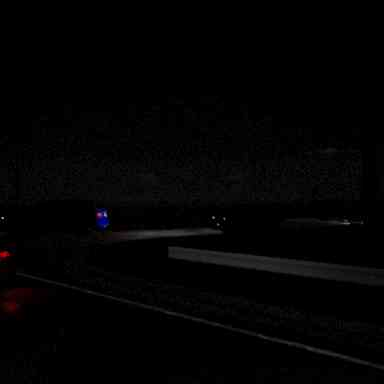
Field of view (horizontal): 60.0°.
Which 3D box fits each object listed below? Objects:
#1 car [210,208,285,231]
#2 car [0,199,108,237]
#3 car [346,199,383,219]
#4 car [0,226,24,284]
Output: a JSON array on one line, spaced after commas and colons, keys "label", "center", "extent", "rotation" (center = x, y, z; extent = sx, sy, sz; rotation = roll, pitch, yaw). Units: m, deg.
[{"label": "car", "center": [3.606, 1.707, 21.673], "extent": [4.718, 1.301, 1.895], "rotation": [0, 0, -25]}, {"label": "car", "center": [-7.578, 1.410, 18.553], "extent": [5.566, 2.045, 2.150], "rotation": [0, 0, -6]}, {"label": "car", "center": [14.994, 1.396, 27.739], "extent": [4.553, 1.767, 2.097], "rotation": [0, 0, -29]}, {"label": "car", "center": [-6.514, 1.675, 8.637], "extent": [4.181, 1.385, 1.994], "rotation": [-1, -1, 35]}]
